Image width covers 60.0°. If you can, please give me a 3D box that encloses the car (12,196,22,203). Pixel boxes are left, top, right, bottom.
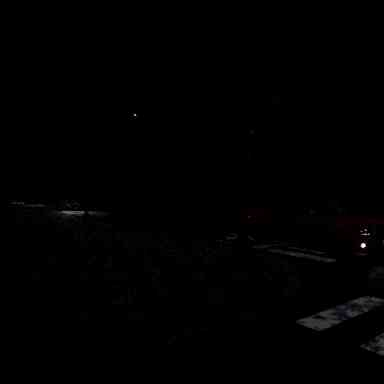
[{"bbox_3d":[-37.621,1.521,71.704,1.812,1.442,4.674,1,-1,-36],"label":"car"}]

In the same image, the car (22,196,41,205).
[{"bbox_3d":[-27.842,1.504,58.072,1.812,1.442,4.674,1,0,-36],"label":"car"}]

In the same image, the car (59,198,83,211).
[{"bbox_3d":[-14.421,1.501,39.366,1.812,1.442,4.674,1,0,-36],"label":"car"}]

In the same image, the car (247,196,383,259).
[{"bbox_3d":[4.585,1.210,12.878,2.150,2.045,5.566,1,0,-36],"label":"car"}]
